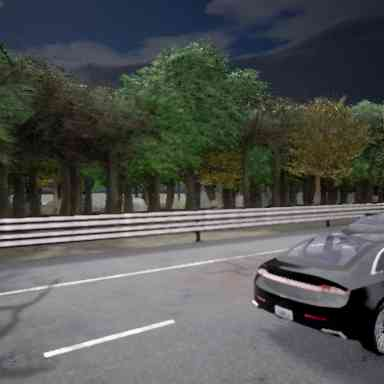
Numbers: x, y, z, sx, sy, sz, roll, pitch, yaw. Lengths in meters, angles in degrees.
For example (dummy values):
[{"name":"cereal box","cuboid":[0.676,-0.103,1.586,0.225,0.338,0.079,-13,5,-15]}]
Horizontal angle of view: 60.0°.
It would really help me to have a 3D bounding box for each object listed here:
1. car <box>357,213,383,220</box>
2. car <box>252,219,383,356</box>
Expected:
[{"name":"car","cuboid":[8.019,1.561,13.764,4.181,1.385,1.994,0,0,-35]},{"name":"car","cuboid":[3.269,1.490,6.086,4.902,1.511,2.128,0,0,-35]}]
